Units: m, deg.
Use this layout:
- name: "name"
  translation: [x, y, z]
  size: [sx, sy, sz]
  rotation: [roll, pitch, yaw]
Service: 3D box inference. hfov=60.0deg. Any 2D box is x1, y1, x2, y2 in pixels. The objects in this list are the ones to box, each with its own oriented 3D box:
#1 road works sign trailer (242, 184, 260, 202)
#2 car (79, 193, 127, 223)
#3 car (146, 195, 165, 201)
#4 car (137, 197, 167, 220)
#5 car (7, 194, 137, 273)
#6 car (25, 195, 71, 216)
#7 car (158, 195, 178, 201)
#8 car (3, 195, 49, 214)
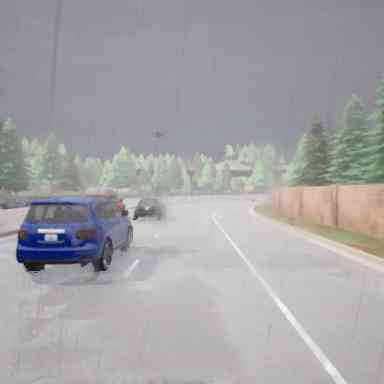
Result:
- name: "road works sign trailer"
  translation: [12.047, 0.235, 69.295]
  size: [2.380, 3.560, 2.880]
  rotation: [0, 0, 34]
- name: "car"
  translation: [-6.814, 1.134, 26.207]
  size: [2.150, 2.045, 5.566]
  rotation: [0, 0, 2]
- name: "car"
  translation: [-8.310, 1.343, 75.578]
  size: [1.895, 1.301, 4.718]
  rotation: [0, 0, 28]
- name: "car"
  translation: [-3.270, 1.263, 26.857]
  size: [2.097, 1.767, 4.553]
  rotation: [0, 0, 2]
- name: "car"
  translation: [-3.403, 1.185, 10.718]
  size: [2.150, 2.045, 5.566]
  rotation: [0, 0, 0]
- name: "car"
  translation: [-13.639, 1.247, 31.875]
  size: [2.097, 1.767, 4.553]
  rotation: [0, 0, 5]
- name: "car"
  translation: [-5.279, 1.294, 73.831]
  size: [2.033, 1.411, 5.357]
  rotation: [0, 0, 28]
- name: "car"
  translation: [-16.956, 1.239, 34.227]
  size: [2.097, 1.767, 4.553]
  rotation: [0, 0, 6]
